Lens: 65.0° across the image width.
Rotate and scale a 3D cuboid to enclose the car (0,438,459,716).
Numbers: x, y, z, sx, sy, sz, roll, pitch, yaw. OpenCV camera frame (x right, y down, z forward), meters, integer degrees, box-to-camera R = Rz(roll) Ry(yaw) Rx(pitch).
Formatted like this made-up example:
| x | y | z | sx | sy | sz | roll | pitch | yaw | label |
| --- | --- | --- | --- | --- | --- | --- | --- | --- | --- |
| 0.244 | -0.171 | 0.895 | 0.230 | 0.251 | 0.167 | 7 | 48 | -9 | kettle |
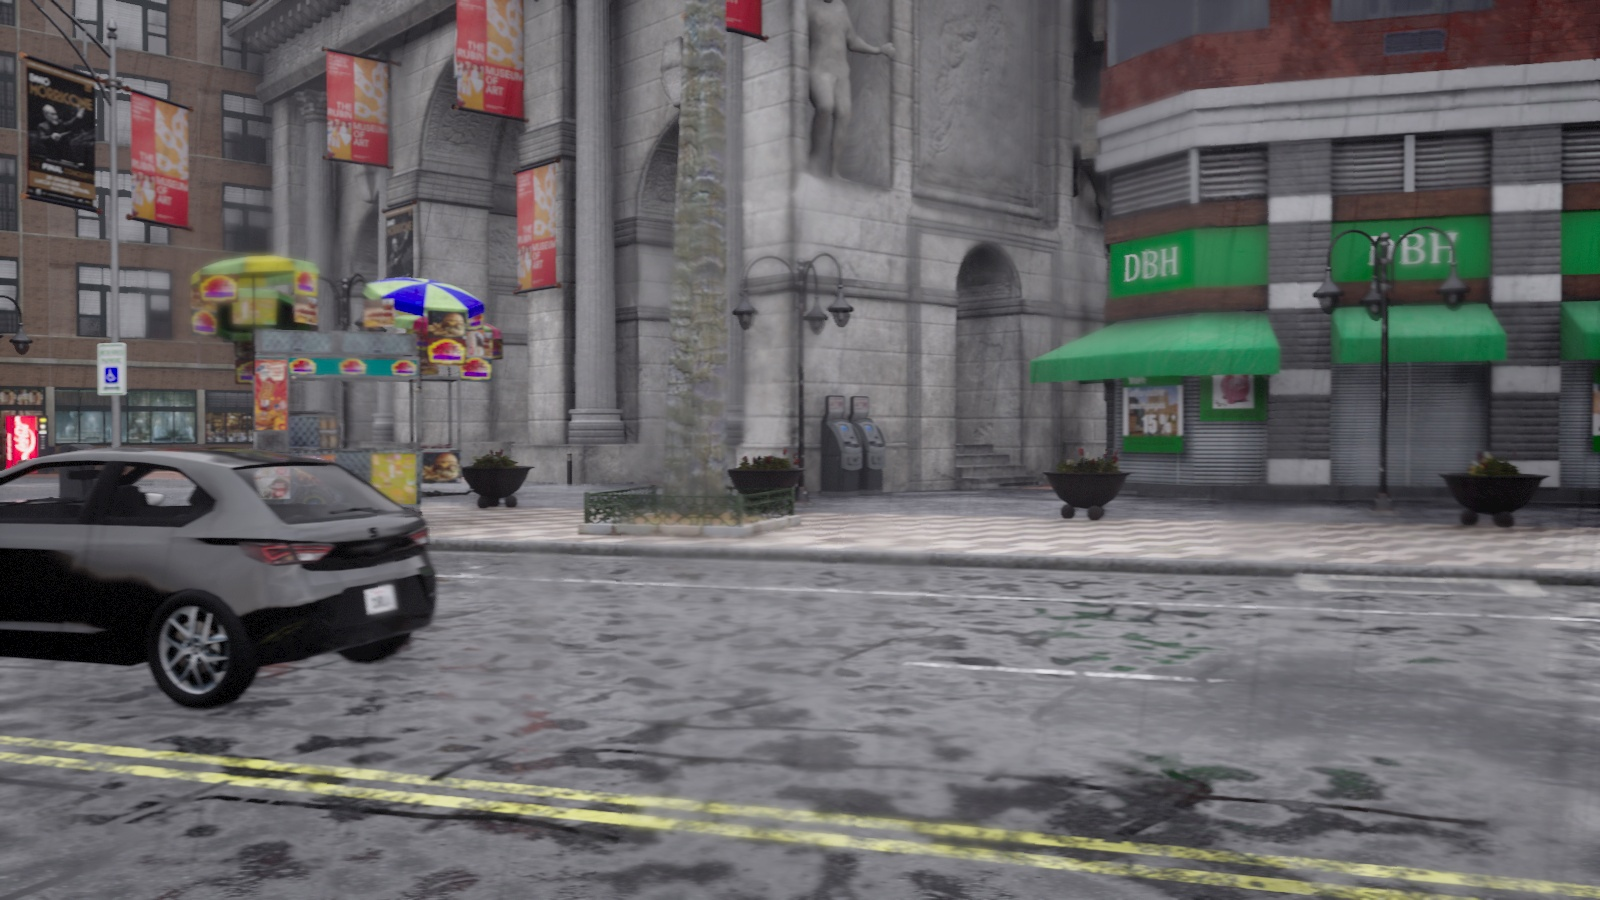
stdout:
| x | y | z | sx | sy | sz | roll | pitch | yaw | label |
| --- | --- | --- | --- | --- | --- | --- | --- | --- | --- |
| -4.594 | 0.678 | 8.323 | 4.193 | 1.474 | 1.816 | 1 | 1 | 18 | car |
